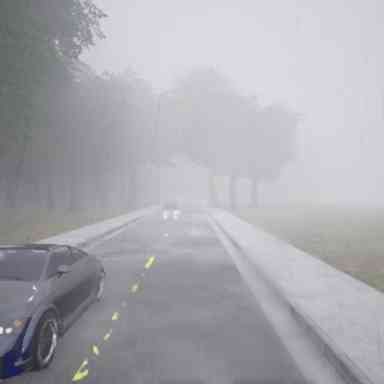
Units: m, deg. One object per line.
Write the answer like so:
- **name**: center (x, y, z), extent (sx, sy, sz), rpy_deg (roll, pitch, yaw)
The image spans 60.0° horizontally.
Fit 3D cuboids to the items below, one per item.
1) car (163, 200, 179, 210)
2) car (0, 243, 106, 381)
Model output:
- **car**: center (-2.854, 1.828, 46.003), extent (1.895, 1.301, 4.718), rpy_deg (0, 0, 0)
- **car**: center (-2.853, 1.592, 5.558), extent (1.994, 1.385, 4.181), rpy_deg (0, 0, 0)
